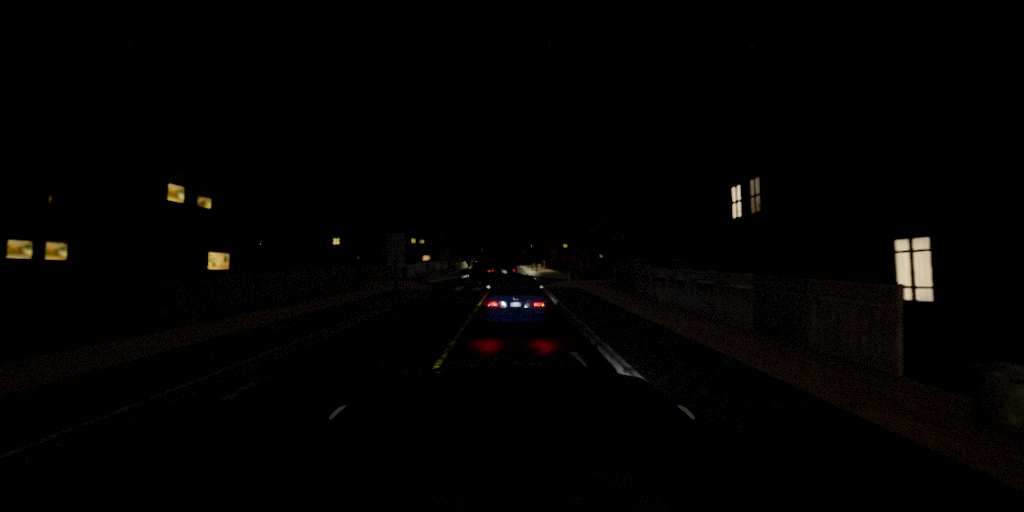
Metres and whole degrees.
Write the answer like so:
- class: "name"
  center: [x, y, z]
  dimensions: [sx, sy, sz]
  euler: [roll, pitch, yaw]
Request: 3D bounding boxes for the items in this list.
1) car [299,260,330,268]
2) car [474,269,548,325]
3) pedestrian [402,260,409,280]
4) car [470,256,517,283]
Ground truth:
- class: "car"
  center: [-14.497, 1.128, 27.126]
  dimensions: [4.553, 1.767, 2.097]
  euler: [0, -3, 2]
- class: "car"
  center: [0.100, 1.329, 11.890]
  dimensions: [2.033, 1.411, 5.357]
  euler: [0, 0, 0]
- class: "pedestrian"
  center: [-9.820, 1.231, 32.805]
  dimensions: [0.375, 1.860, 0.375]
  euler: [0, -3, -1]
- class: "car"
  center: [-1.301, 0.977, 24.349]
  dimensions: [2.150, 2.045, 5.566]
  euler: [0, 2, -18]
